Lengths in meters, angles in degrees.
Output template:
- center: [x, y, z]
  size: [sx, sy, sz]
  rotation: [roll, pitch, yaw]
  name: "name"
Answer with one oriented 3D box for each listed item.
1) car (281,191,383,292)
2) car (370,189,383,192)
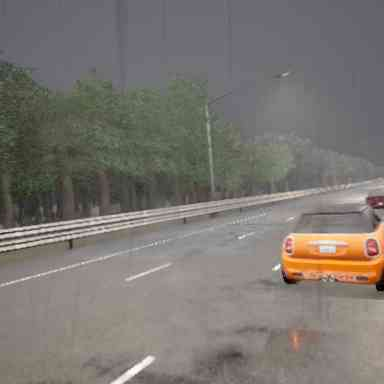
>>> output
- center: [3.831, 1.076, 8.397]
  size: [2.097, 1.767, 4.553]
  rotation: [-5, 0, 33]
  name: "car"
- center: [13.318, 0.510, 23.289]
  size: [1.882, 1.535, 5.008]
  rotation: [-5, 0, 33]
  name: "car"
